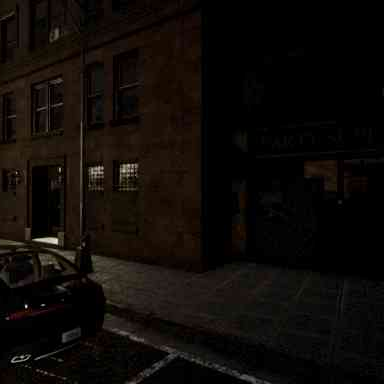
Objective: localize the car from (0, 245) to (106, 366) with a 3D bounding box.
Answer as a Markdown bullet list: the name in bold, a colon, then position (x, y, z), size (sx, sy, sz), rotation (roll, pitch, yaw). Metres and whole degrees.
- **car**: position (-3.274, 1.551, 5.434), size (4.403, 1.369, 2.008), rotation (0, 0, 36)
